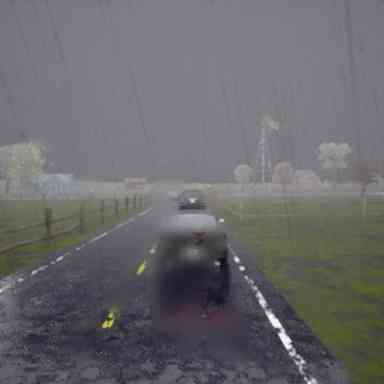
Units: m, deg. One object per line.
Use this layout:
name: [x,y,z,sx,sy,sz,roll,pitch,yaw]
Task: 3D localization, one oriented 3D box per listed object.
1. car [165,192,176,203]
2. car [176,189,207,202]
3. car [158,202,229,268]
car: [-2.822,0.710,47.864,1.882,1.535,5.008,0,1,0]
car: [0.076,0.771,27.866,2.150,2.045,5.566,0,1,1]
car: [0.053,1.302,10.660,1.882,1.535,5.008,0,1,0]
